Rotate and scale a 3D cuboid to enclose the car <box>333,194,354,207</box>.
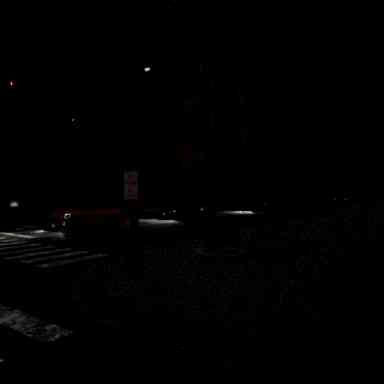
[{"bbox_3d":[24.099,1.347,52.878,2.150,2.045,5.566,0,0,35],"label":"car"}]

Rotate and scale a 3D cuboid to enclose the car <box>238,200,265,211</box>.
[{"bbox_3d":[7.299,1.629,40.737,1.994,1.385,4.181,0,0,35],"label":"car"}]

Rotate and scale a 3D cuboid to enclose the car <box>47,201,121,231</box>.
[{"bbox_3d":[-6.704,1.370,21.012,2.097,1.767,4.553,0,0,35],"label":"car"}]

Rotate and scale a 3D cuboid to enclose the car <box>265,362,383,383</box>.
[{"bbox_3d":[2.194,1.551,1.277,4.403,1.369,2.008,0,0,36],"label":"car"}]

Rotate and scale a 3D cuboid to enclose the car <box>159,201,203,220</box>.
[{"bbox_3d":[-0.882,1.540,29.222,1.837,1.490,4.892,0,0,35],"label":"car"}]
